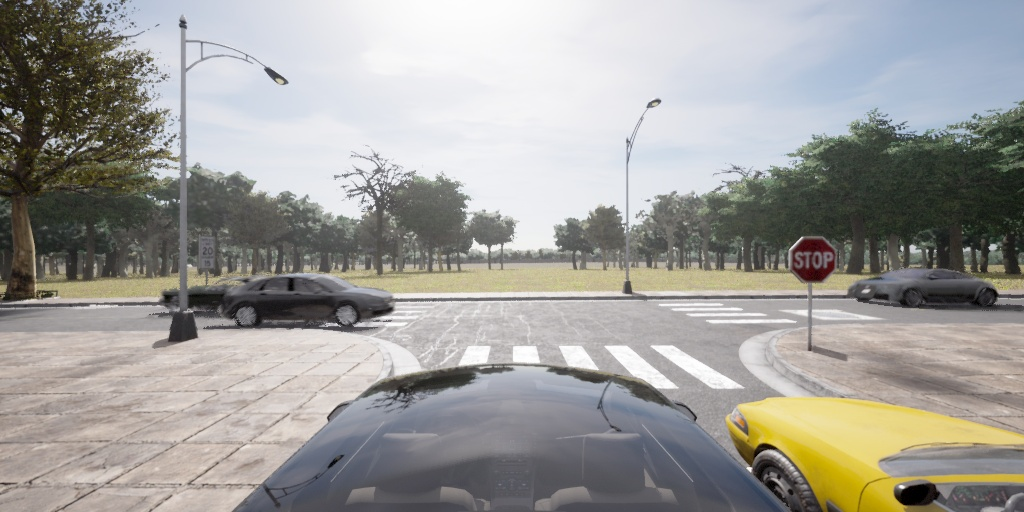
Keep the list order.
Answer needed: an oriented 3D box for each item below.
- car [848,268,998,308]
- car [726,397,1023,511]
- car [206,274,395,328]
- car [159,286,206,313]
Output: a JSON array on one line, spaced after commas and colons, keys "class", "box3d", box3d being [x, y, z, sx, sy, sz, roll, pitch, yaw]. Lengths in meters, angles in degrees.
[{"class": "car", "box3d": [15.693, 1.169, 13.853, 4.181, 1.385, 1.994, 0, 0, 0]}, {"class": "car", "box3d": [2.634, 1.275, 1.044, 1.751, 1.417, 4.829, 0, 0, 0]}, {"class": "car", "box3d": [-6.158, 1.304, 11.087, 4.892, 1.490, 1.837, -1, 0, 0]}, {"class": "car", "box3d": [-10.771, 1.464, 14.076, 4.718, 1.301, 1.895, -1, 0, 0]}]
